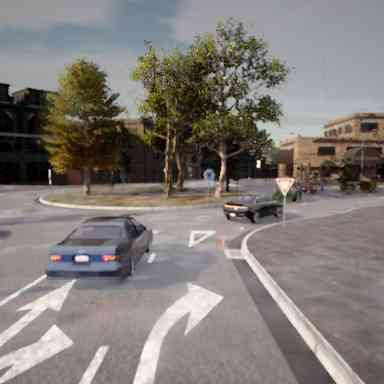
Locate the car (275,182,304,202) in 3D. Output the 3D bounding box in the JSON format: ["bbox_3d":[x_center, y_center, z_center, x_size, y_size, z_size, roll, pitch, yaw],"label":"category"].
[{"bbox_3d":[8.858,-0.149,30.889,2.097,1.767,4.553,2,5,24],"label":"car"}]

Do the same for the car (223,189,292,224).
[{"bbox_3d":[3.755,0.871,19.818,2.128,1.511,4.902,4,6,40],"label":"car"}]

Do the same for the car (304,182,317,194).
[{"bbox_3d":[12.504,-0.500,38.440,1.895,1.301,4.718,0,5,-5],"label":"car"}]

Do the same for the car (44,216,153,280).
[{"bbox_3d":[-2.362,1.419,9.776,2.033,1.411,5.357,0,2,1],"label":"car"}]
